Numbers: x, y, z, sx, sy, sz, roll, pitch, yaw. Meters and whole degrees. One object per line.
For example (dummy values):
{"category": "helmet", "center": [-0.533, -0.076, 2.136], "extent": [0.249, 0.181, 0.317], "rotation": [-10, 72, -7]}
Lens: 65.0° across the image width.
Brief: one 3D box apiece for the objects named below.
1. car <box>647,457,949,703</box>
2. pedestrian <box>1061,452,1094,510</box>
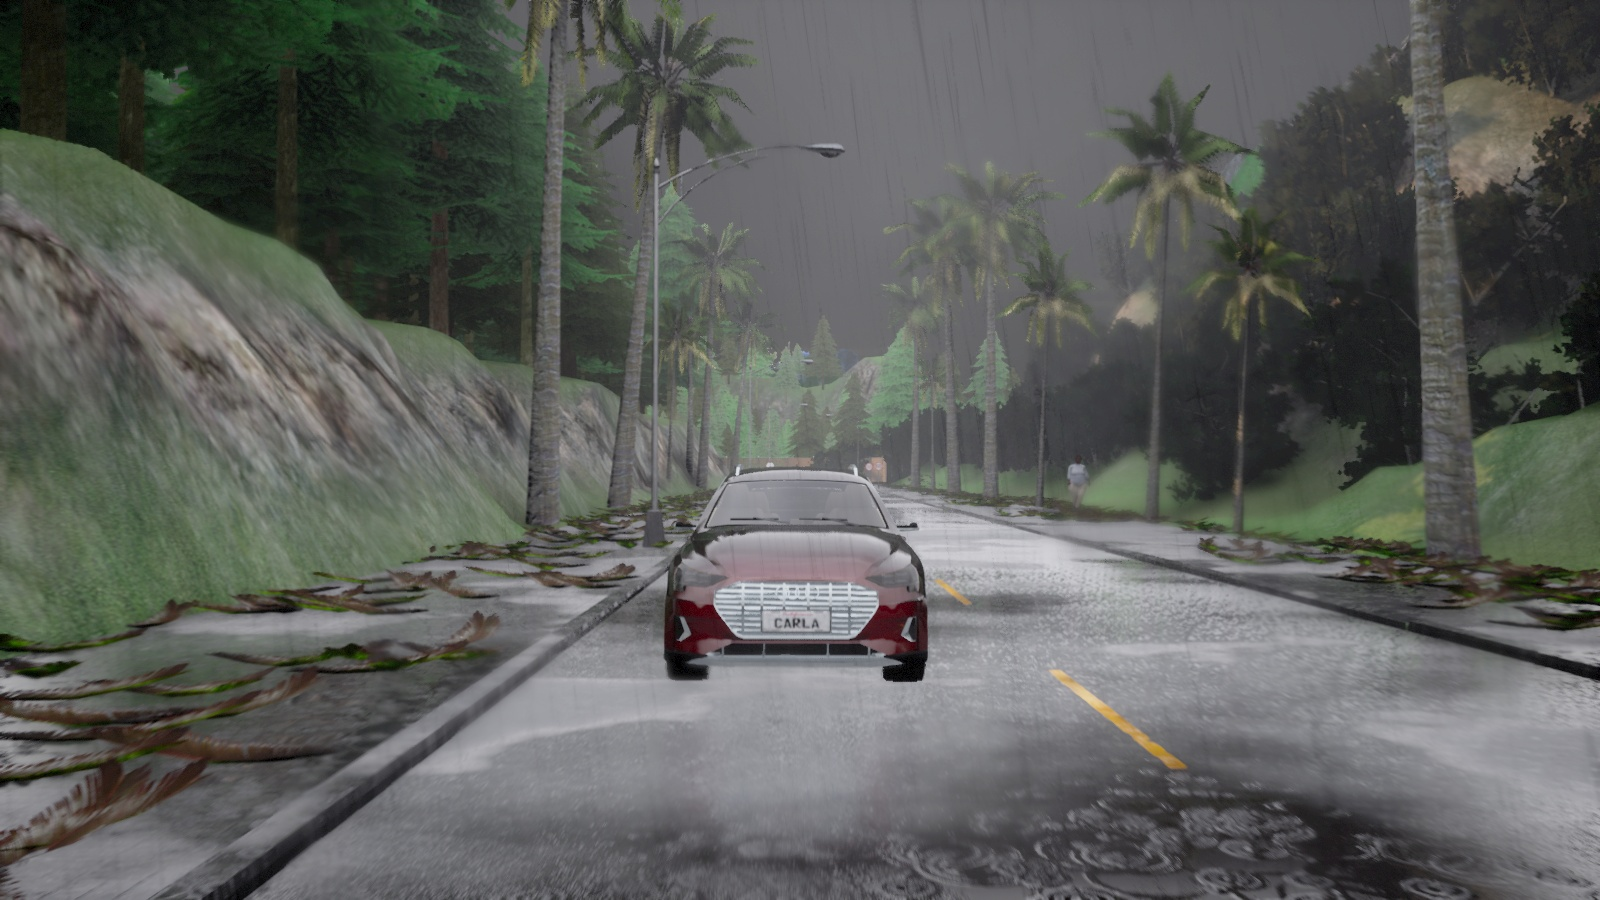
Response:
{"category": "car", "center": [-0.024, 0.928, 10.904], "extent": [2.033, 1.649, 4.856], "rotation": [0, -1, 0]}
{"category": "pedestrian", "center": [8.964, 0.989, 40.569], "extent": [0.874, 1.855, 0.900], "rotation": [0, -1, 0]}
